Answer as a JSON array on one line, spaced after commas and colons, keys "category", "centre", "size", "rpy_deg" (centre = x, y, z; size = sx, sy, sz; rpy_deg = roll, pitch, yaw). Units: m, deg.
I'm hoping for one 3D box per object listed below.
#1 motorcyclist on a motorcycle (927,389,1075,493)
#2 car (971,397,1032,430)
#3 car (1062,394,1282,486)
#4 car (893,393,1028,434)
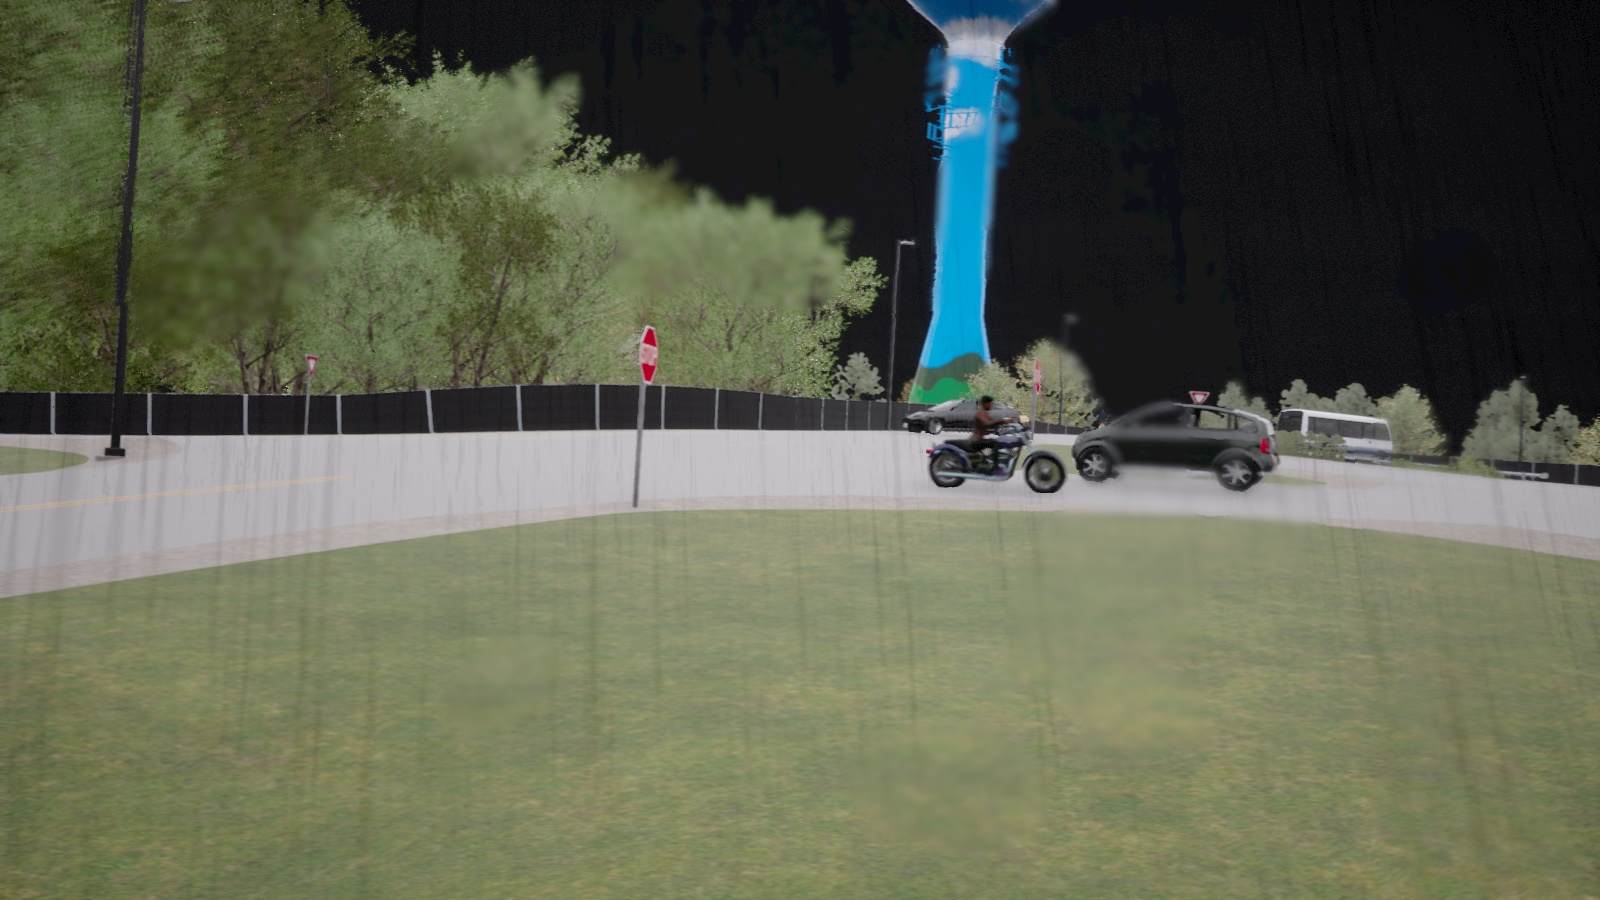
[{"category": "motorcyclist on a motorcycle", "centre": [3.393, -0.180, 21.157], "size": [2.350, 1.649, 0.766], "rpy_deg": [2, 4, 16]}, {"category": "car", "centre": [10.118, -1.807, 62.722], "size": [1.801, 1.575, 5.366], "rpy_deg": [2, 2, 22]}, {"category": "car", "centre": [6.974, -0.244, 23.545], "size": [3.705, 1.549, 1.789], "rpy_deg": [2, 3, 25]}, {"category": "car", "centre": [6.355, -1.448, 49.864], "size": [4.792, 1.488, 2.163], "rpy_deg": [1, 2, -19]}]
